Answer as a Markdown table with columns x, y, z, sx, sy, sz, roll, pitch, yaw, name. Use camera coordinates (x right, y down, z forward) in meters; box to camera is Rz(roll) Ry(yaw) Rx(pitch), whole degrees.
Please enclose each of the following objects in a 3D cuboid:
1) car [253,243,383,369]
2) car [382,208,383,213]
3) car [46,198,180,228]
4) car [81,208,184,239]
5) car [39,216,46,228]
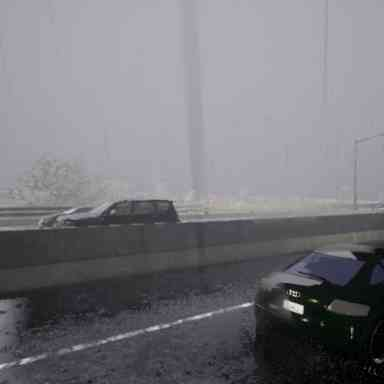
| x | y | z | sx | sy | sz | roll | pitch | yaw | name |
| --- | --- | --- | --- | --- | --- | --- | --- | --- | --- |
| 3.087 | 1.644 | 5.920 | 4.181 | 1.385 | 1.994 | 1 | -1 | -35 | car |
| 27.060 | 2.250 | 43.922 | 4.674 | 1.442 | 1.812 | 1 | -1 | -34 | car |
| -3.113 | 1.299 | 14.644 | 5.566 | 2.045 | 2.150 | 1 | -1 | -35 | car |
| -3.270 | 1.656 | 18.821 | 5.357 | 1.411 | 2.033 | 1 | -1 | -35 | car |
| -6.890 | 1.606 | 20.544 | 4.674 | 1.442 | 1.812 | 1 | -1 | -35 | car |
